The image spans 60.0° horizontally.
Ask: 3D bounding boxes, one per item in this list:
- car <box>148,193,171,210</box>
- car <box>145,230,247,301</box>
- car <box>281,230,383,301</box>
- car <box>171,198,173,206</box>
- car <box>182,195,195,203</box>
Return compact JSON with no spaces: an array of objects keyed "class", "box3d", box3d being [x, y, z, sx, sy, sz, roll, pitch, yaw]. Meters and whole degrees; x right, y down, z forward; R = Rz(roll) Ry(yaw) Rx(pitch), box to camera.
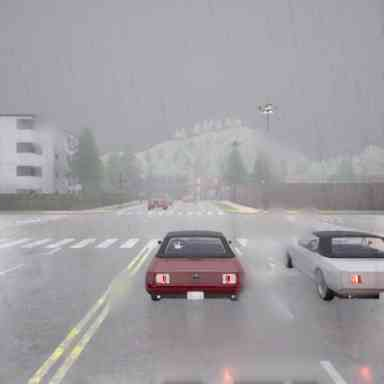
[{"class":"car","box3d":[-4.231,1.200,42.044,2.150,2.045,5.566,0,0,0]},{"class":"car","box3d":[0.068,1.600,8.270,1.895,1.301,4.718,0,0,0]},{"class":"car","box3d":[3.619,1.600,8.252,1.895,1.301,4.718,0,0,2]},{"class":"car","box3d":[-4.216,1.332,53.317,2.097,1.767,4.553,0,0,0]},{"class":"car","box3d":[-0.759,1.451,68.681,1.882,1.535,5.008,0,0,-14]}]
